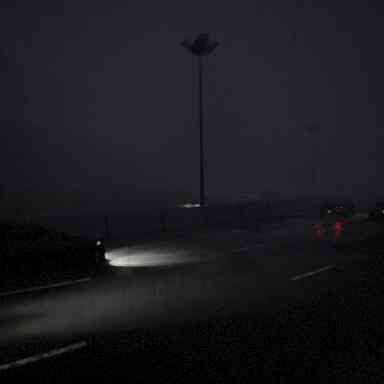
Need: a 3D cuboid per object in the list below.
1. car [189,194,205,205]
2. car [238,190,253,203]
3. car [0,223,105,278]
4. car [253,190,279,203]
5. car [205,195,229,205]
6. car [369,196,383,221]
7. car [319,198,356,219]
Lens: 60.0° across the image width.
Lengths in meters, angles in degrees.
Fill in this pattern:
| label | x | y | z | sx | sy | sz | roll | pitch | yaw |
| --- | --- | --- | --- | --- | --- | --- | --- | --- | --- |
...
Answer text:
| label | x | y | z | sx | sy | sz | roll | pitch | yaw |
| --- | --- | --- | --- | --- | --- | --- | --- | --- | --- |
| car | 1.179 | 1.051 | 50.255 | 1.882 | 1.535 | 5.008 | -1 | 1 | 22 |
| car | 8.432 | 0.691 | 49.541 | 2.150 | 2.045 | 5.566 | 0 | 0 | 20 |
| car | -4.623 | 1.561 | 9.317 | 4.181 | 1.385 | 1.994 | -1 | 1 | -37 |
| car | 10.257 | 0.699 | 44.805 | 2.150 | 2.045 | 5.566 | -1 | 1 | 23 |
| car | 3.882 | 1.116 | 47.746 | 1.994 | 1.385 | 4.181 | -1 | 1 | 23 |
| car | 13.372 | 1.176 | 22.492 | 1.994 | 1.385 | 4.181 | 0 | 1 | 38 |
| car | 10.994 | 1.153 | 25.127 | 1.812 | 1.442 | 4.674 | 0 | 1 | 37 |
